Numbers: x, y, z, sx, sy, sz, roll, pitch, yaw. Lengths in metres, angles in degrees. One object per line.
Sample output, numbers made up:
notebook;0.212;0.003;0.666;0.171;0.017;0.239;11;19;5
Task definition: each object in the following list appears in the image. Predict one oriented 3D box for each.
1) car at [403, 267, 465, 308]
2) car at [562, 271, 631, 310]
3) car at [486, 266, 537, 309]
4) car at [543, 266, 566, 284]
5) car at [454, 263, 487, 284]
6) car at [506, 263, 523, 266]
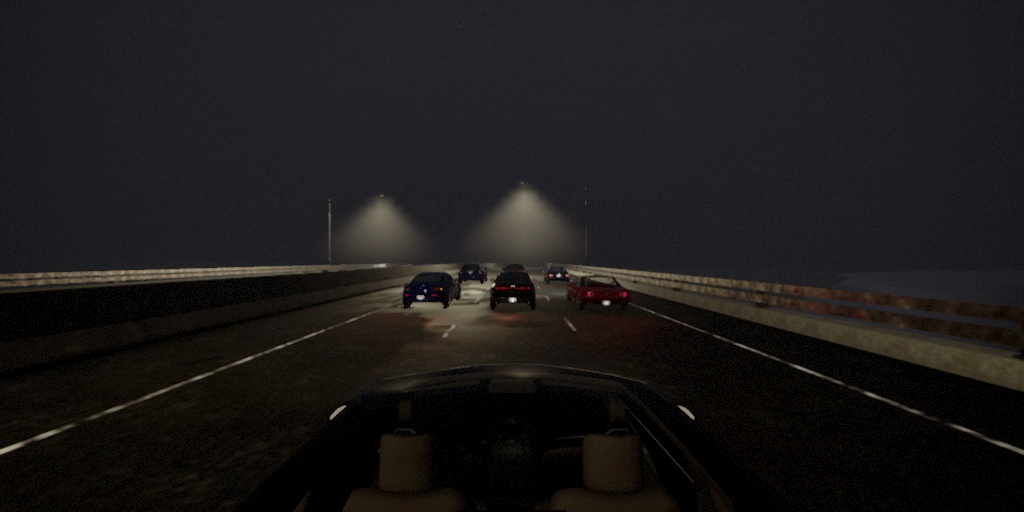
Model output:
car;-3.449;1.412;15.920;1.812;1.442;4.674;0;0;1
car;3.545;1.484;15.603;1.895;1.301;4.718;0;-1;1
car;0.050;1.393;15.808;1.837;1.490;4.892;0;0;1
car;3.715;1.588;30.379;2.033;1.411;5.357;0;-1;1
car;-3.282;1.393;30.571;2.097;1.767;4.553;0;-1;1
car;0.219;1.392;30.519;2.097;1.767;4.553;0;-1;1
